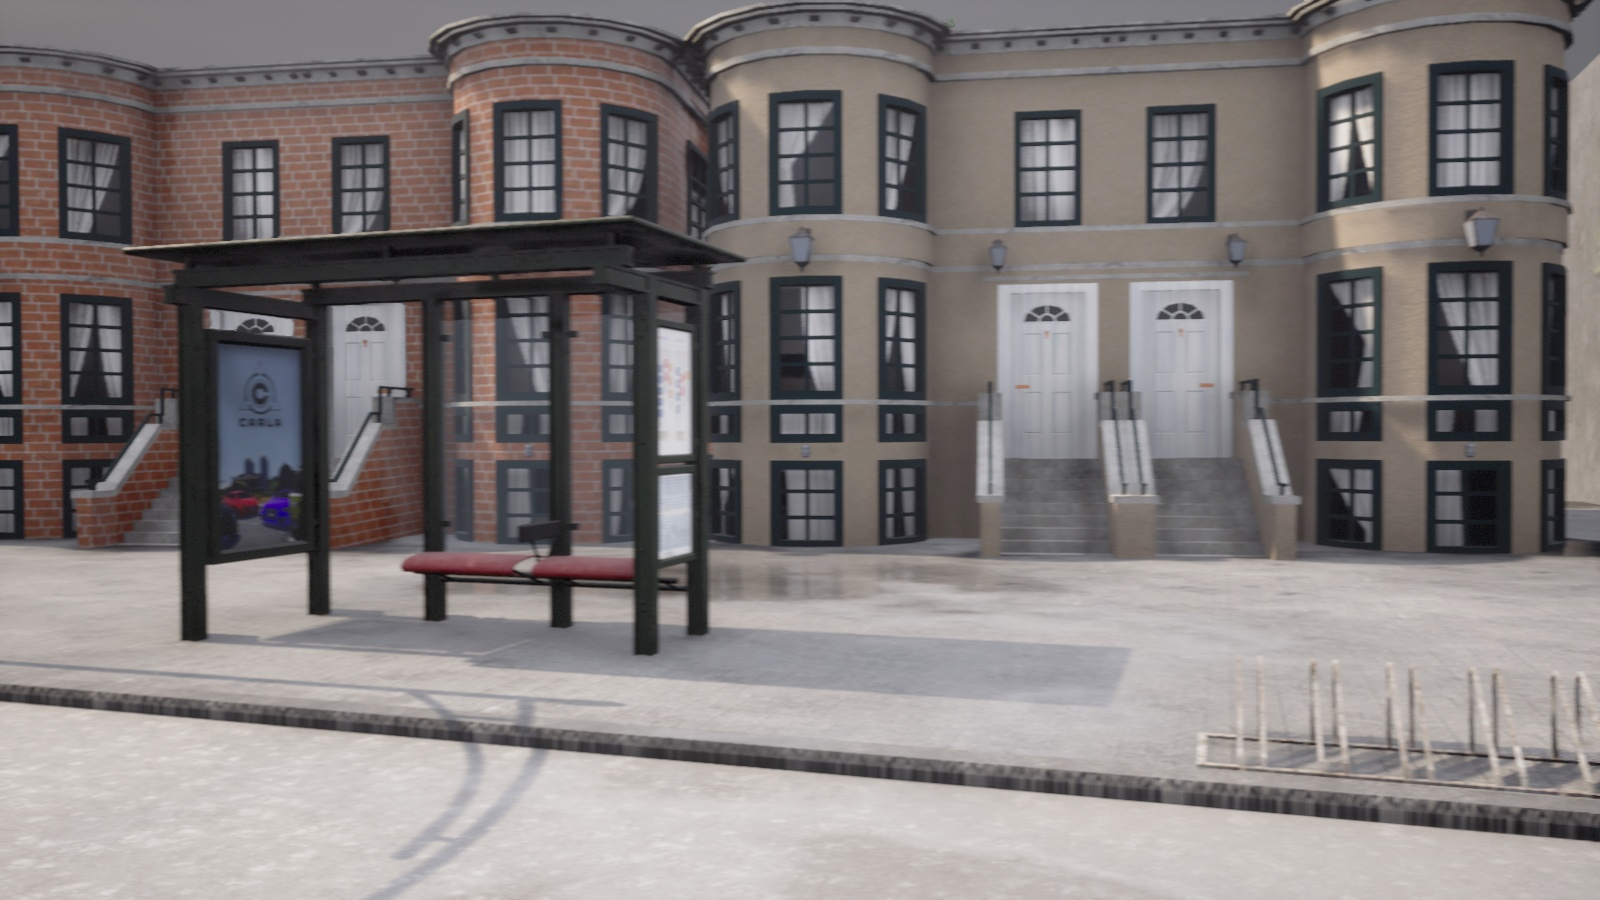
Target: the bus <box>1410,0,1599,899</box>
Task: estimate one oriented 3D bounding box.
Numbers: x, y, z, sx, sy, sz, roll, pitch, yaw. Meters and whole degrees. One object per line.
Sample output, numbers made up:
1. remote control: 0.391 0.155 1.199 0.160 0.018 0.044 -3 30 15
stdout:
1. bus: 6.673 -0.548 1.455 10.273 4.253 3.944 1 1 19
